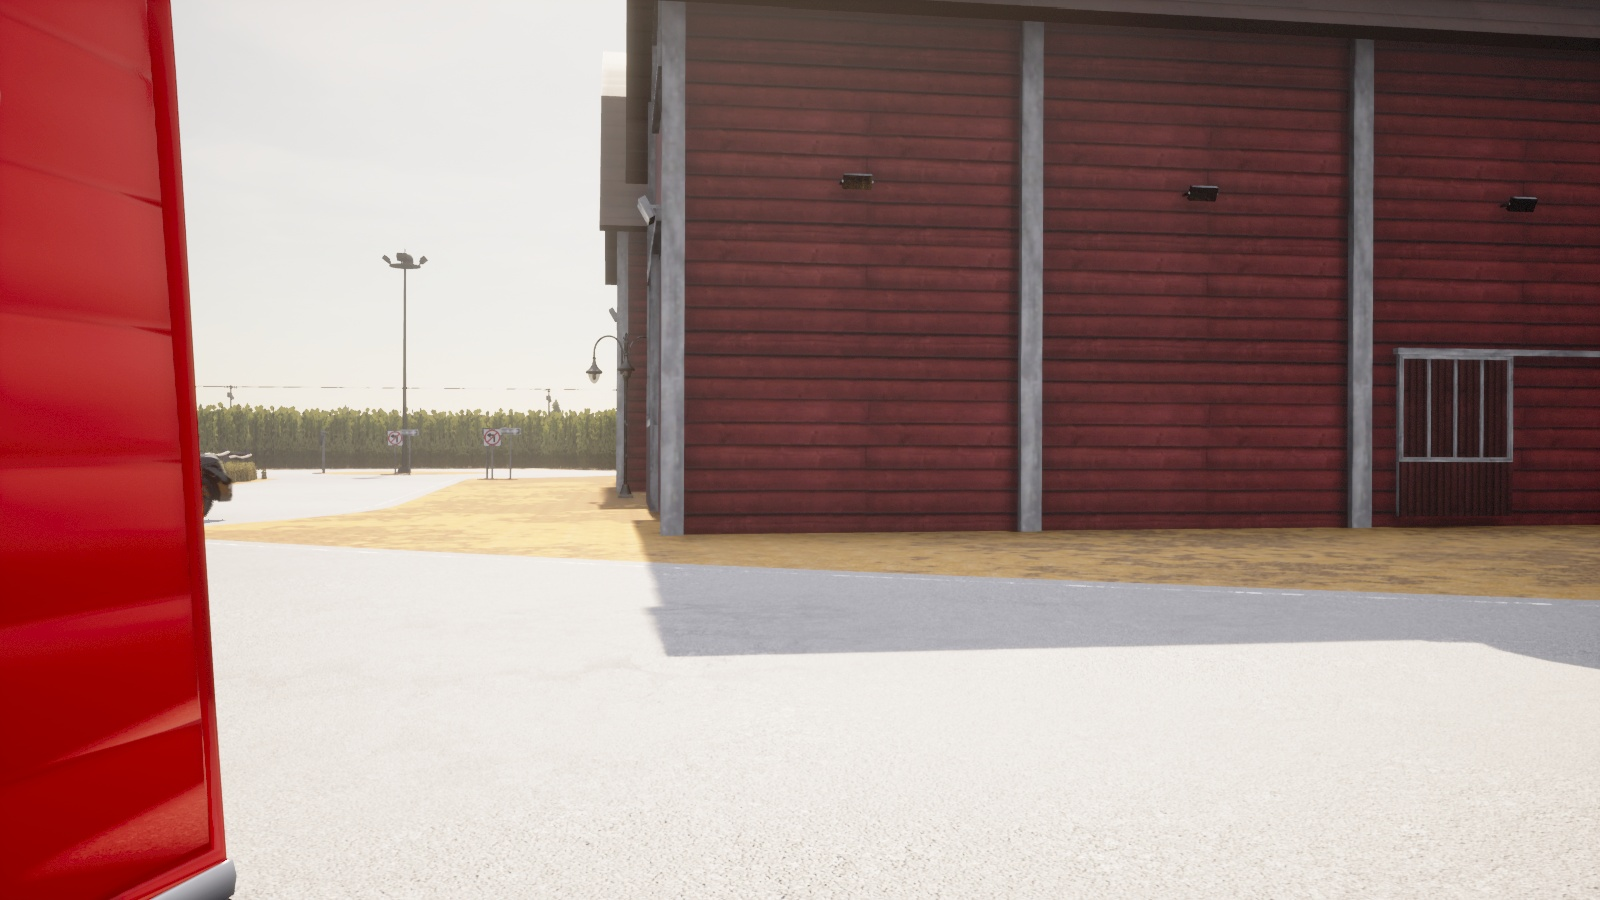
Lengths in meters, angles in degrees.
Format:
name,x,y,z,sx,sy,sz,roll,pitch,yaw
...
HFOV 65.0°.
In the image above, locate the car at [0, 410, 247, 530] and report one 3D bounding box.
name,x,y,z,sx,sy,sz,roll,pitch,yaw
car,-13.512,0.335,23.431,2.150,2.045,5.566,1,0,33
